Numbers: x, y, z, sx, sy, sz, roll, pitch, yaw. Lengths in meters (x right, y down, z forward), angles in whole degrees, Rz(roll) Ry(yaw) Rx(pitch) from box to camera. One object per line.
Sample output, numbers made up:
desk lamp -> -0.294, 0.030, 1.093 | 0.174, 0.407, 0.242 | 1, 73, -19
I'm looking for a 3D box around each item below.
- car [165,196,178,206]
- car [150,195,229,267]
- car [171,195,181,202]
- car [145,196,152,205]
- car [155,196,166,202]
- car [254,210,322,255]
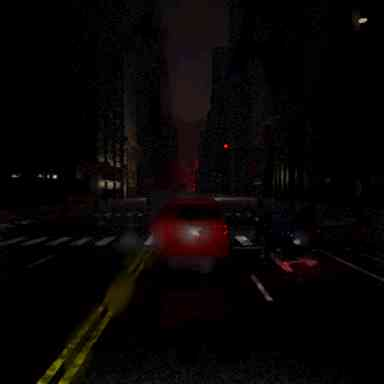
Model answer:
car -> -3.384, 1.428, 54.899 | 1.837, 1.490, 4.892 | 0, 0, 0
car -> -0.089, 1.210, 11.546 | 2.150, 2.045, 5.566 | 0, 0, -3
car -> -3.333, 1.361, 70.507 | 1.882, 1.535, 5.008 | 0, 0, 0
car -> -6.634, 1.429, 54.895 | 1.837, 1.490, 4.892 | 0, 0, 0
car -> -6.583, 1.479, 70.473 | 1.895, 1.301, 4.718 | 0, 0, 0
car -> 3.614, 1.464, 13.260 | 1.882, 1.535, 5.008 | 0, 0, 5
